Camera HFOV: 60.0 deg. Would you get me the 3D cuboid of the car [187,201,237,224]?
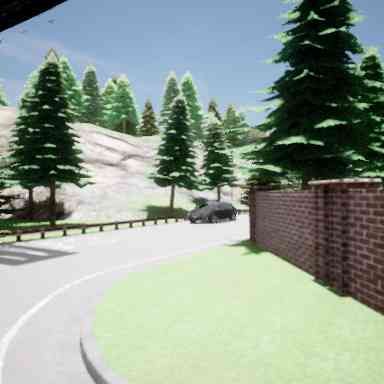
[{"bbox_3d":[1.560,1.448,24.113,1.837,1.490,4.892,-1,-1,34],"label":"car"}]
